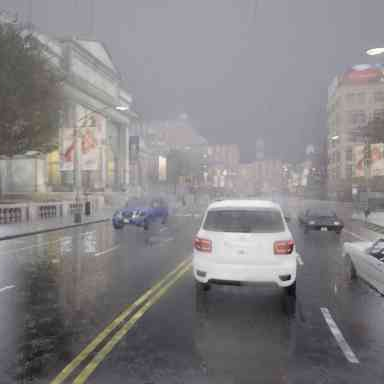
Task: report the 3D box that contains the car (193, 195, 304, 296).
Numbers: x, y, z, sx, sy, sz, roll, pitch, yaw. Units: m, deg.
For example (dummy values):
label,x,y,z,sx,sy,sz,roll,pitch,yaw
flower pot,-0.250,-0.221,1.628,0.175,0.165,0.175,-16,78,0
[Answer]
label,x,y,z,sx,sy,sz,roll,pitch,yaw
car,1.469,1.221,8.964,2.150,2.045,5.566,0,0,11

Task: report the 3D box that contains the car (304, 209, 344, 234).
label,x,y,z,sx,sy,sz,roll,pitch,yaw
car,7.204,1.601,19.089,1.895,1.301,4.718,0,0,12

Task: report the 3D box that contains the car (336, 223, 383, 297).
label,x,y,z,sx,sy,sz,roll,pitch,yaw
car,4.677,1.601,6.918,1.895,1.301,4.718,0,0,10

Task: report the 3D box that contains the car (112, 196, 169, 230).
label,x,y,z,sx,sy,sz,roll,pitch,yaw
car,-3.126,1.275,21.556,2.150,2.045,5.566,0,0,12

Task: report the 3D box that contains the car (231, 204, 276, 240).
label,x,y,z,sx,sy,sz,roll,pitch,yaw
car,3.436,1.492,18.269,2.128,1.511,4.902,0,0,12
